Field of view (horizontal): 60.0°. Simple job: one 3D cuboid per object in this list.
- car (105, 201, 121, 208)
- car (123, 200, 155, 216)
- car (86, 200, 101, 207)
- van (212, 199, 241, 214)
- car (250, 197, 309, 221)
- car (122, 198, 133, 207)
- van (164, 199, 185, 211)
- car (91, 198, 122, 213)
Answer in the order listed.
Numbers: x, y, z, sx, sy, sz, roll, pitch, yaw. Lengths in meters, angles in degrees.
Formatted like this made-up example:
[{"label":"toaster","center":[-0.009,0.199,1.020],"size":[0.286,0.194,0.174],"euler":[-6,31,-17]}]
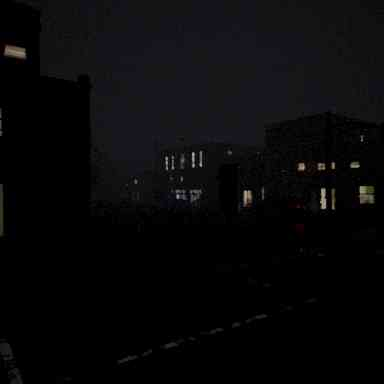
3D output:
[{"label":"car","center":[-15.968,2.427,67.116],"size":[1.802,1.307,4.206],"euler":[-2,0,-36]},{"label":"car","center":[-5.947,2.043,39.239],"size":[1.752,1.417,4.829],"euler":[-2,0,-36]},{"label":"car","center":[-22.644,2.589,76.257],"size":[1.802,1.307,4.206],"euler":[-2,0,-36]},{"label":"van","center":[4.051,1.701,39.694],"size":[1.690,1.788,3.998],"euler":[-2,0,-36]},{"label":"car","center":[7.859,1.464,30.191],"size":[2.150,2.045,5.566],"euler":[-1,0,-37]},{"label":"car","center":[-12.638,2.079,62.546],"size":[2.192,1.841,5.009],"euler":[-2,0,-36]},{"label":"van","center":[-2.624,1.862,48.834],"size":[1.690,1.788,3.998],"euler":[-2,0,-36]},{"label":"car","center":[-12.728,1.997,48.516],"size":[2.192,1.841,5.009],"euler":[-2,0,-36]}]
